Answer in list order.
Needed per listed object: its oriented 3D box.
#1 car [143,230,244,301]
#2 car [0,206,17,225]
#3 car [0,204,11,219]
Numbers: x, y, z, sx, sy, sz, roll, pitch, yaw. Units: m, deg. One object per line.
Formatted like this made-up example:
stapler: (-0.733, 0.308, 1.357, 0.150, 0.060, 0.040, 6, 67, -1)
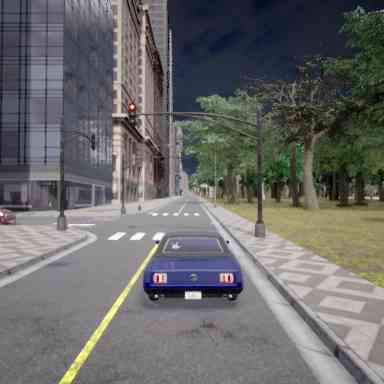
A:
car: (0.014, 1.606, 8.311, 1.895, 1.301, 4.718, 0, 0, 0)
car: (-13.514, 1.370, 21.319, 4.097, 1.590, 1.967, 0, -2, -1)
car: (-18.967, 1.724, 29.837, 4.313, 1.339, 1.947, 0, -1, 0)
